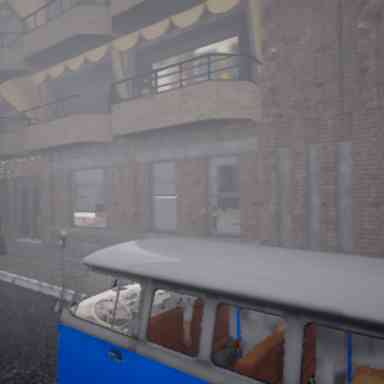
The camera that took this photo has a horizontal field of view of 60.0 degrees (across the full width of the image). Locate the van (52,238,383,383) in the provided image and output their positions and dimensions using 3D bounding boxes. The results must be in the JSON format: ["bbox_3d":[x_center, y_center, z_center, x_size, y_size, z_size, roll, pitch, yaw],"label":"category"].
[{"bbox_3d":[0.641,1.342,2.441,3.998,1.788,1.690,0,-1,36],"label":"van"}]
